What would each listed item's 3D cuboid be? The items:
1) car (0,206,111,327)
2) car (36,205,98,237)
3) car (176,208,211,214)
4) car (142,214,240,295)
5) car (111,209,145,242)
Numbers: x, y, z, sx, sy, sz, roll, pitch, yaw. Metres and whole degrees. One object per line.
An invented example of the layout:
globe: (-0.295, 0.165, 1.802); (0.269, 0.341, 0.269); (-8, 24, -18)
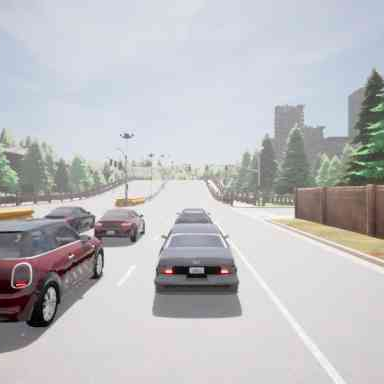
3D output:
car: (-3.408, 1.352, 7.175); (2.097, 1.767, 4.553); (0, 0, 0)
car: (-6.913, 1.526, 18.981); (1.812, 1.442, 4.674); (0, 0, 0)
car: (0.084, 1.564, 18.124); (1.994, 1.385, 4.181); (0, 0, 0)
car: (0.091, 1.547, 8.883); (2.033, 1.411, 5.357); (0, 0, 0)
car: (-3.418, 1.526, 16.169); (1.812, 1.442, 4.674); (0, 0, -1)
